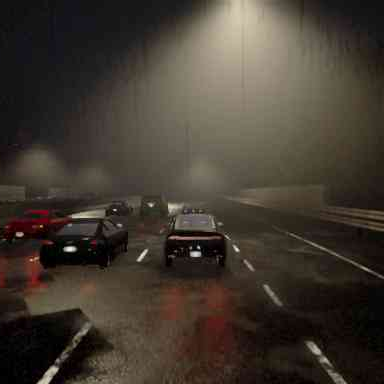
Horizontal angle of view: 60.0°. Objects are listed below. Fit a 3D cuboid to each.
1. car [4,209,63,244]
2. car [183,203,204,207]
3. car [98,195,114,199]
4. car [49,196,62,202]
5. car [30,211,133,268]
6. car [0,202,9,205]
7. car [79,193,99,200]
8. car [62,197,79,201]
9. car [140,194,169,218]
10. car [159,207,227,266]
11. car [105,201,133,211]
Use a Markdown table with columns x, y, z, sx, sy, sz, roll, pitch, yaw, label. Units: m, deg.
| x | y | z | sx | sy | sz | roll | pitch | yaw | label |
| --- | --- | --- | --- | --- | --- | --- | --- | --- | --- |
| -6.900 | 1.525 | 15.619 | 1.812 | 1.442 | 4.674 | 0 | 0 | 0 | car |
| 0.101 | 1.607 | 29.734 | 1.895 | 1.301 | 4.718 | 0 | 0 | 0 | car |
| -17.503 | 1.477 | 69.446 | 1.837 | 1.490 | 4.892 | 0 | 0 | 0 | car |
| -28.003 | 1.565 | 69.030 | 1.994 | 1.385 | 4.181 | 0 | 0 | 0 | car |
| -3.399 | 1.563 | 11.276 | 1.994 | 1.385 | 4.181 | 0 | 0 | 0 | car |
| -17.599 | 1.553 | 29.217 | 2.033 | 1.411 | 5.357 | 0 | 0 | 0 | car |
| -21.003 | 1.202 | 69.416 | 2.150 | 2.045 | 5.566 | 0 | 0 | 0 | car |
| -24.503 | 1.608 | 69.000 | 1.895 | 1.301 | 4.718 | 0 | 0 | 0 | car |
| -3.397 | 1.228 | 30.353 | 2.150 | 2.045 | 5.566 | 0 | 0 | 0 | car |
| 0.100 | 1.490 | 11.550 | 2.128 | 1.511 | 4.902 | 0 | 0 | 0 | car |
| -6.900 | 1.571 | 31.811 | 1.994 | 1.385 | 4.181 | 0 | 0 | 0 | car |
